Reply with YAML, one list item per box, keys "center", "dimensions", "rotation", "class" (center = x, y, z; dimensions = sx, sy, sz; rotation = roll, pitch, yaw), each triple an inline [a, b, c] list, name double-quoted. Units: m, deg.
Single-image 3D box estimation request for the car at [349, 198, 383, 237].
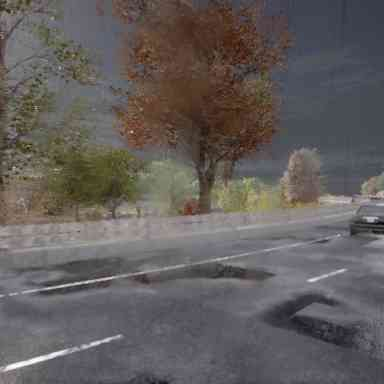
- center: [10.107, 1.394, 17.617]
  dimensions: [2.097, 1.767, 4.553]
  rotation: [0, 0, 44]
  class: "car"
